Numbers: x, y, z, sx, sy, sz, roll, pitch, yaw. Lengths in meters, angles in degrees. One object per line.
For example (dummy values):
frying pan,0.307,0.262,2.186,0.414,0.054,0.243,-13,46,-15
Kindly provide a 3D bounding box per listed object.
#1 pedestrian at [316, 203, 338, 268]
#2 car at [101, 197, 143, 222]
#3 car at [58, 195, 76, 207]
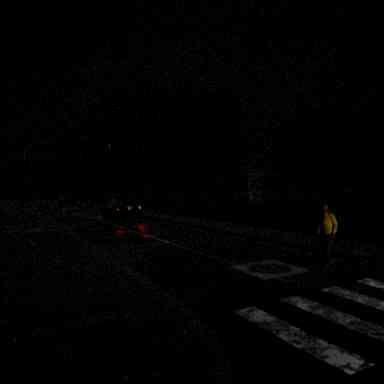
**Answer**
pedestrian,3.728,1.146,9.238,0.375,1.860,0.375,-2,1,-29
car,-5.375,1.181,25.020,2.097,1.767,4.553,-2,1,-29
car,-18.483,1.229,48.990,2.097,1.767,4.553,-2,1,-29
